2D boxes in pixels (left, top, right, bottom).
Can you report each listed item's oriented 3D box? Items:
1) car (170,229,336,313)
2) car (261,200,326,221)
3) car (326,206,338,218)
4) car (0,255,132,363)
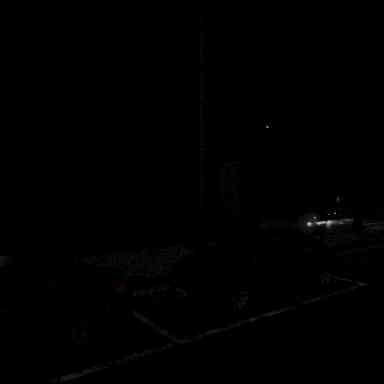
[{"bbox_3d":[1.560,1.566,7.648,4.313,1.339,1.947,0,0,-35],"label":"car"},{"bbox_3d":[7.684,1.532,27.153,2.033,1.411,5.357,0,0,-36],"label":"car"},{"bbox_3d":[10.266,1.480,29.131,1.837,1.490,4.892,0,0,-36],"label":"car"},{"bbox_3d":[-2.878,1.582,4.482,4.206,1.307,1.802,0,0,-35],"label":"car"}]
